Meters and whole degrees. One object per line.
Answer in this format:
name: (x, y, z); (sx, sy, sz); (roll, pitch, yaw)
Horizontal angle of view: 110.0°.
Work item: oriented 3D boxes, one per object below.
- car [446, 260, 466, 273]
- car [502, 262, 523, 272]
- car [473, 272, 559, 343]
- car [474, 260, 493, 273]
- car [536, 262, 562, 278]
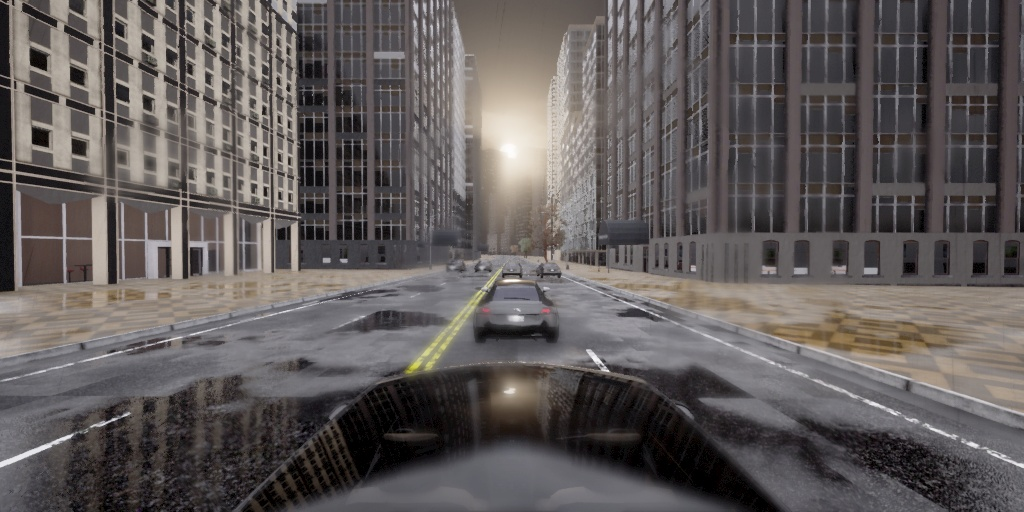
car: (-6.576, 1.215, 42.443); (2.128, 1.511, 4.902); (0, 0, 0)
car: (0.065, 1.280, 33.642); (2.033, 1.411, 5.357); (0, 0, 2)
car: (0.096, 1.312, 9.673); (1.994, 1.385, 4.181); (0, 0, 0)
car: (-3.326, 1.215, 42.447); (2.128, 1.511, 4.902); (0, 0, 0)
car: (3.356, 1.280, 33.291); (2.033, 1.411, 5.357); (0, 0, -2)
